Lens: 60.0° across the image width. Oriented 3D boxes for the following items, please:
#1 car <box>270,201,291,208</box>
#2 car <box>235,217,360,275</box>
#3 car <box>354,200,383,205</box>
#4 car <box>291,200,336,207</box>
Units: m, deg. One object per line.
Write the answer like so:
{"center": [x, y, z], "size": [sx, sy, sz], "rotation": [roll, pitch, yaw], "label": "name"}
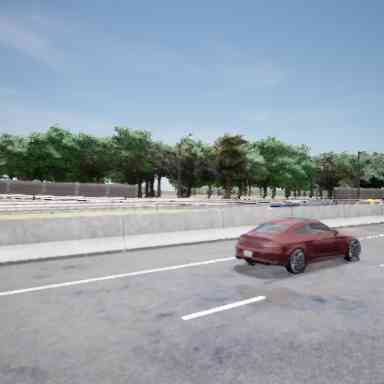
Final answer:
{"center": [11.022, 1.656, 37.611], "size": [4.718, 1.301, 1.895], "rotation": [0, 0, -35], "label": "car"}
{"center": [3.411, 1.533, 10.500], "size": [4.674, 1.442, 1.812], "rotation": [0, 0, -36], "label": "car"}
{"center": [17.849, 1.544, 33.852], "size": [5.008, 1.535, 1.882], "rotation": [0, 0, -35], "label": "car"}
{"center": [13.062, 1.548, 34.766], "size": [4.902, 1.511, 2.128], "rotation": [1, 0, -35], "label": "car"}
